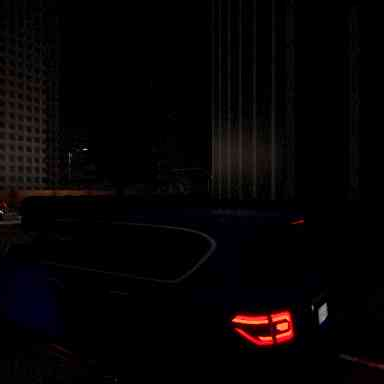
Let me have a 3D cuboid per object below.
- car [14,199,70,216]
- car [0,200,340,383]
[{"bbox_3d":[-15.403,1.533,34.354,1.882,1.535,5.008,0,0,35],"label":"car"},{"bbox_3d":[-0.958,1.221,4.671,5.566,2.045,2.150,0,0,35],"label":"car"}]
